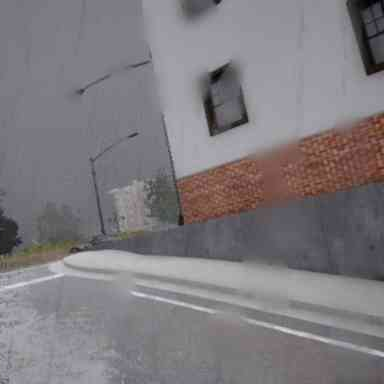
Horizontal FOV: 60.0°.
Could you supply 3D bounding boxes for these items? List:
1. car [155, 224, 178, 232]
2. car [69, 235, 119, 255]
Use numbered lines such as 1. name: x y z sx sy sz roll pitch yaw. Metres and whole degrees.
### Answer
1. car: -2.325 4.052 34.311 2.033 1.411 5.357 -16 -9 35
2. car: -7.764 4.217 26.753 1.994 1.385 4.181 -16 -9 35
